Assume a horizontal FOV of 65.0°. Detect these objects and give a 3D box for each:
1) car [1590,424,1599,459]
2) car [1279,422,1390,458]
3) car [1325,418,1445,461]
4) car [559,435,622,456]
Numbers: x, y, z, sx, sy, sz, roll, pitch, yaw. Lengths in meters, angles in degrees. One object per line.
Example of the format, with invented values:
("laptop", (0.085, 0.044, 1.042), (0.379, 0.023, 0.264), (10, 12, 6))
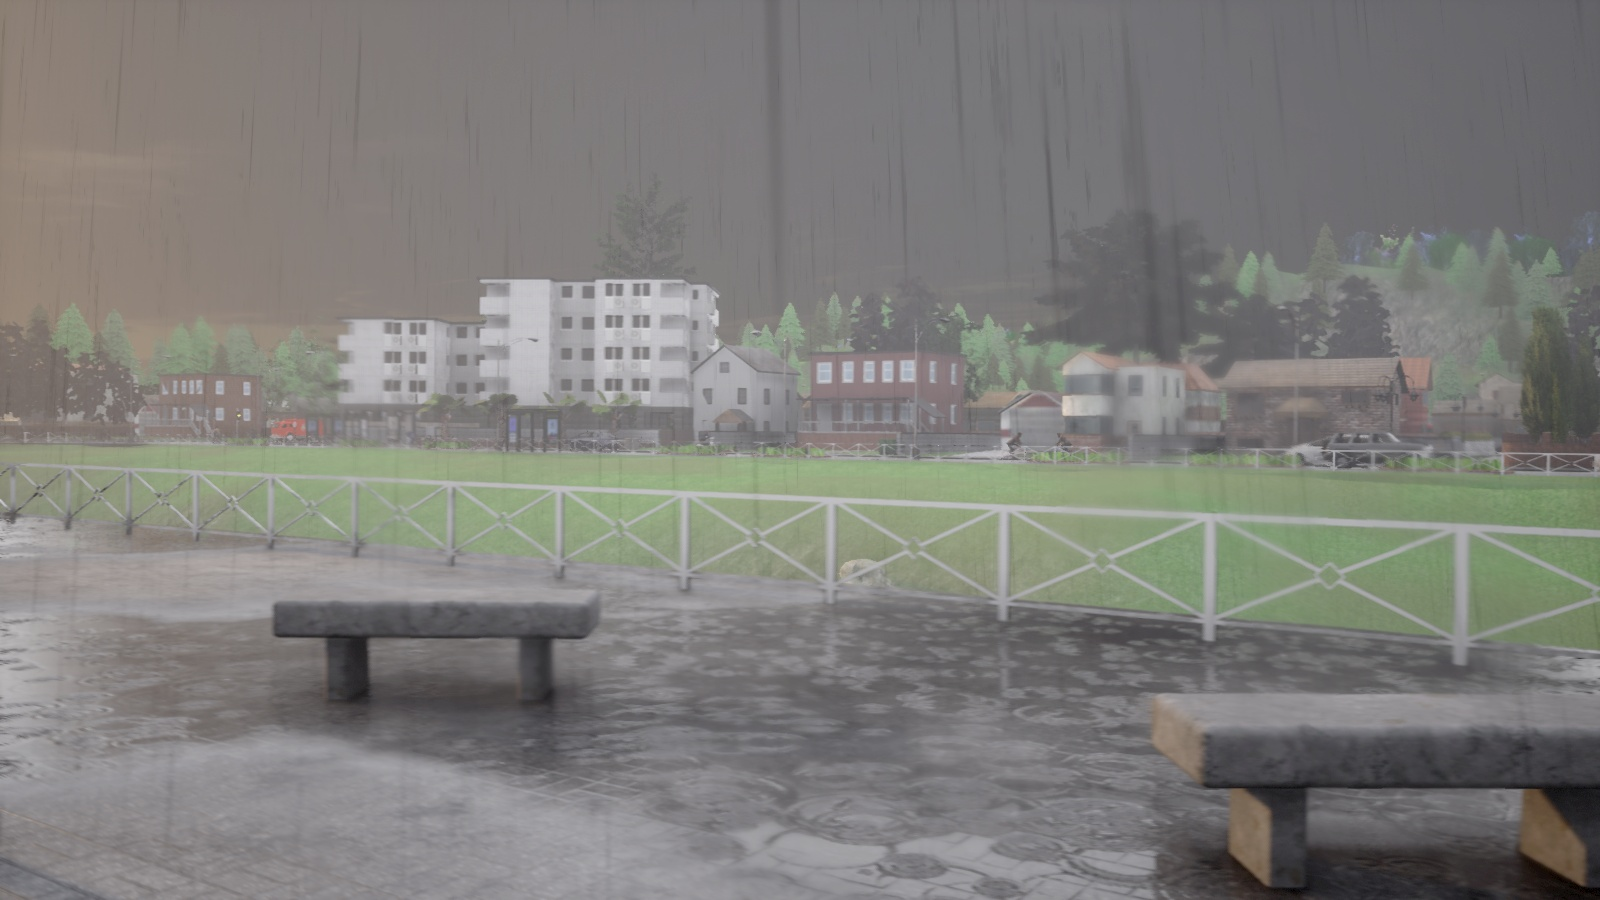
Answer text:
("car", (36.622, -0.390, 53.942), (4.514, 1.525, 2.007), (0, 1, 34))
("car", (25.957, -0.492, 61.029), (4.611, 1.667, 2.242), (0, 1, 34))
("car", (26.113, -0.455, 56.122), (4.605, 1.855, 1.932), (0, 1, 34))
("car", (-14.711, -0.324, 88.064), (4.193, 1.474, 1.816), (0, 1, 34))
